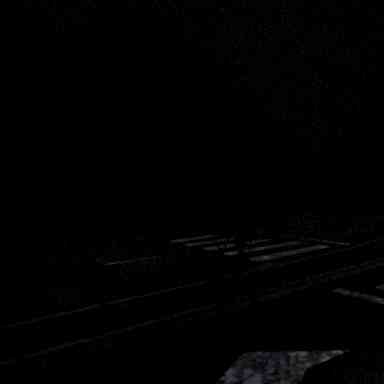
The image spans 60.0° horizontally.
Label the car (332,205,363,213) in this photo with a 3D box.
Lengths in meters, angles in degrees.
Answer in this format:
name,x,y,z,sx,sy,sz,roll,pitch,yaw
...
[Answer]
name,x,y,z,sx,sy,sz,roll,pitch,yaw
car,25.653,2.808,54.943,4.902,1.511,2.128,3,-2,-11
